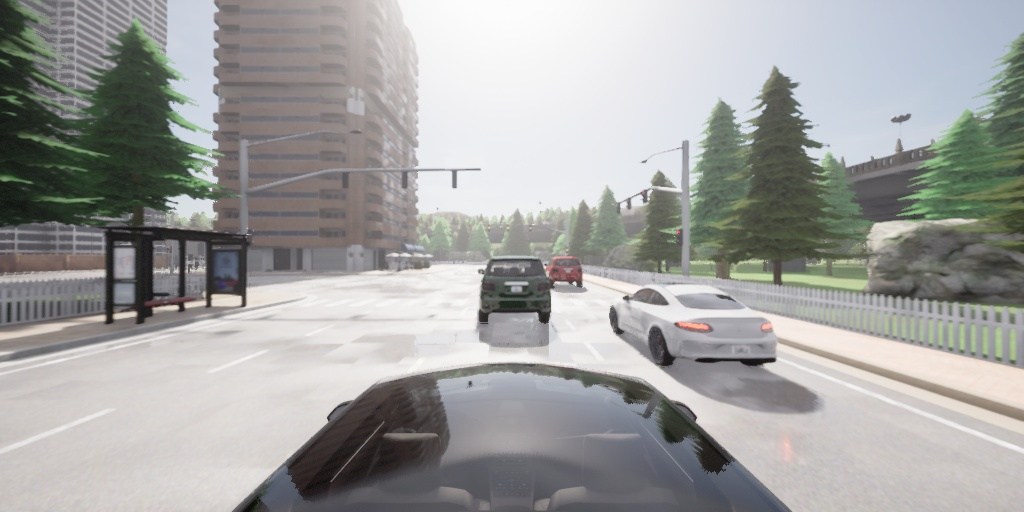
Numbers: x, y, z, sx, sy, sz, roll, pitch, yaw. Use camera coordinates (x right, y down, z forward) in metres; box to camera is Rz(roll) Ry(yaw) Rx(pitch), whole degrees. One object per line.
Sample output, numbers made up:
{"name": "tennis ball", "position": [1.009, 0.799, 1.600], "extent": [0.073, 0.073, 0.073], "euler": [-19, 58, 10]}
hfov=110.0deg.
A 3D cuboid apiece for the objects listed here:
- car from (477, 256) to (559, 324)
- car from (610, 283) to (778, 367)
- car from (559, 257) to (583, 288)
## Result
{"name": "car", "position": [-0.014, 1.023, 12.476], "extent": [2.150, 2.045, 5.566], "euler": [0, -1, -3]}
{"name": "car", "position": [3.561, 1.305, 7.866], "extent": [1.812, 1.442, 4.674], "euler": [0, 0, 0]}
{"name": "car", "position": [3.535, 1.090, 25.300], "extent": [2.150, 2.045, 5.566], "euler": [0, 0, 0]}
